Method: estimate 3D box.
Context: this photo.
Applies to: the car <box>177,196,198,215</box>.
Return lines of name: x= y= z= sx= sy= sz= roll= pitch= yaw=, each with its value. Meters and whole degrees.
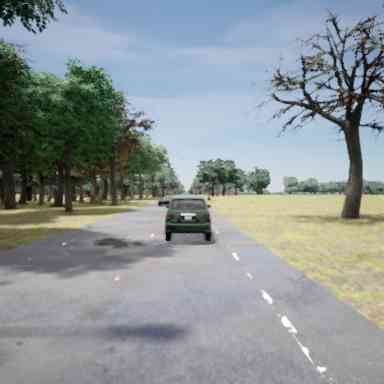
car: x=-0.487 y=1.359 z=35.233 sx=2.097 sy=1.767 sz=4.553 roll=0 pitch=0 yaw=-1

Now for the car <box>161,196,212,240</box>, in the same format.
car: x=-0.188 y=1.228 z=17.115 sx=2.150 sy=2.045 sz=5.566 roll=0 pitch=0 yaw=0

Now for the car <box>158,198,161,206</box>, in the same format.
car: x=-4.377 y=1.606 z=52.704 sx=1.895 sy=1.301 sz=4.718 roll=0 pitch=0 yaw=-1
